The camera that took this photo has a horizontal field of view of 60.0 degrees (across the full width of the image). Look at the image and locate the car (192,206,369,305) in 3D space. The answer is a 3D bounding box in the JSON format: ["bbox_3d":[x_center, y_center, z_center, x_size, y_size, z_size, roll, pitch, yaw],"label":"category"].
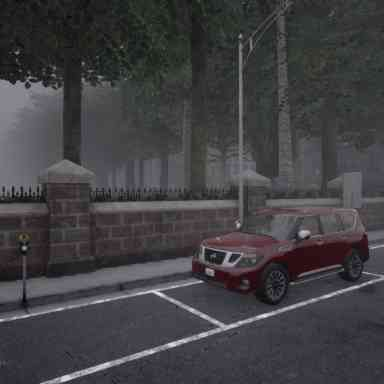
[{"bbox_3d":[2.411,1.314,8.251,5.009,1.841,2.192,0,0,-35],"label":"car"}]
